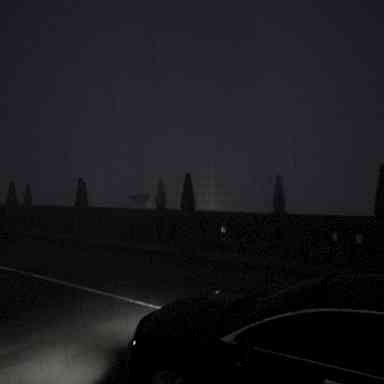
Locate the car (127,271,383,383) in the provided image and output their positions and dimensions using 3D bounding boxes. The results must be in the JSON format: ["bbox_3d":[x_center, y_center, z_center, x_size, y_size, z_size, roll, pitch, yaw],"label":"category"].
[{"bbox_3d":[1.541,1.505,2.891,4.892,1.490,1.837,0,0,35],"label":"car"}]
